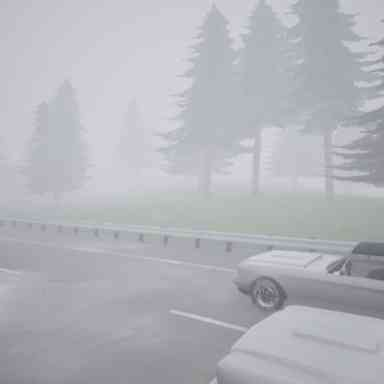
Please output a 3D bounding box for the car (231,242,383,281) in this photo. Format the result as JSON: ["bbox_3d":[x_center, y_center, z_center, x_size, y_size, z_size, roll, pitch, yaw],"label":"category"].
[{"bbox_3d":[3.131,1.586,5.976,4.718,1.301,1.895,0,0,35],"label":"car"}]

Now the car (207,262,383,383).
[{"bbox_3d":[2.454,1.594,2.195,4.718,1.301,1.895,0,0,35],"label":"car"}]
